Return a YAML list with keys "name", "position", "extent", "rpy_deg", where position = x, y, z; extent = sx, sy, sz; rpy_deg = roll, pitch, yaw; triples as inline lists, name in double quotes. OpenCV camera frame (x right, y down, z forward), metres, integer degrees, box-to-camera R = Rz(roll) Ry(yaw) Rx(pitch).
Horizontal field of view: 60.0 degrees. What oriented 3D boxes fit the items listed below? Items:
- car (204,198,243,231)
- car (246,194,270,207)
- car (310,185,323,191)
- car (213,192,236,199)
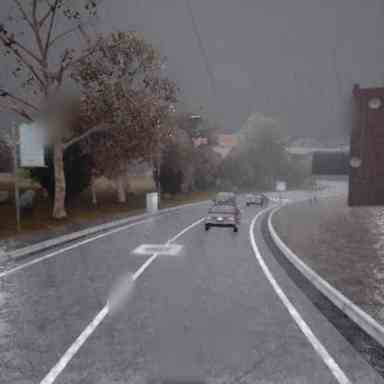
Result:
- name: "car"
  position: [1.891, 1.369, 19.421]
  extent: [2.033, 1.411, 5.357]
  rpy_deg: [1, 1, 11]
- name: "car"
  position: [7.575, 0.903, 38.034]
  extent: [2.033, 1.411, 5.357]
  rpy_deg: [3, 3, 23]
- name: "car"
  position: [27.096, -0.758, 72.546]
  extent: [1.837, 1.490, 4.892]
  rpy_deg: [5, 6, 43]
- name: "car"
  position: [3.774, 0.753, 38.309]
  extent: [1.837, 1.490, 4.892]
  rpy_deg: [2, 3, 23]
